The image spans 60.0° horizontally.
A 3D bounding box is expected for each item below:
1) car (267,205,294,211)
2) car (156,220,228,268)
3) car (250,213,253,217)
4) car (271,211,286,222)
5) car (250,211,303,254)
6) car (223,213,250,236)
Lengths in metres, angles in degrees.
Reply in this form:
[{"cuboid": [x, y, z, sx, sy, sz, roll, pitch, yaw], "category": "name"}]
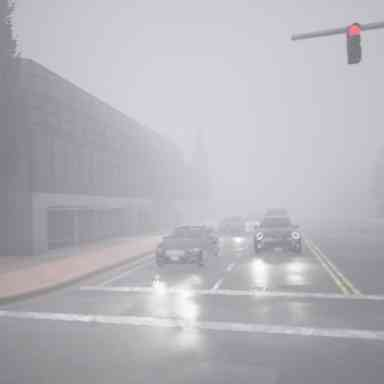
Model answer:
[{"cuboid": [7.435, 2.374, 29.055, 2.150, 2.045, 5.566, -3, -2, 15], "category": "car"}, {"cuboid": [-0.016, 2.186, 14.200, 2.128, 1.511, 4.902, -3, -3, 14], "category": "car"}, {"cuboid": [8.912, 3.624, 48.232, 1.895, 1.301, 4.718, -3, -3, 15], "category": "car"}, {"cuboid": [12.437, 3.492, 47.873, 1.895, 1.301, 4.718, -3, -3, 15], "category": "car"}, {"cuboid": [4.245, 2.031, 16.775, 2.097, 1.767, 4.553, -2, -3, 12], "category": "car"}, {"cuboid": [3.362, 2.704, 27.241, 1.837, 1.490, 4.892, -3, -1, 14], "category": "car"}]
